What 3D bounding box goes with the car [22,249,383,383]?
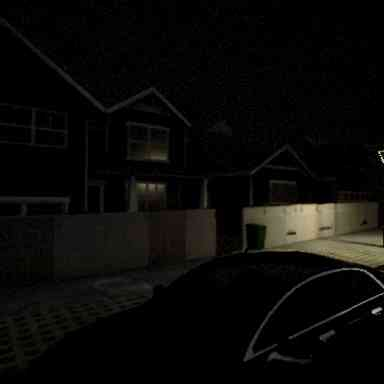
[{"bbox_3d":[0.759,1.519,3.767,4.892,1.490,1.837,0,0,-37],"label":"car"}]
